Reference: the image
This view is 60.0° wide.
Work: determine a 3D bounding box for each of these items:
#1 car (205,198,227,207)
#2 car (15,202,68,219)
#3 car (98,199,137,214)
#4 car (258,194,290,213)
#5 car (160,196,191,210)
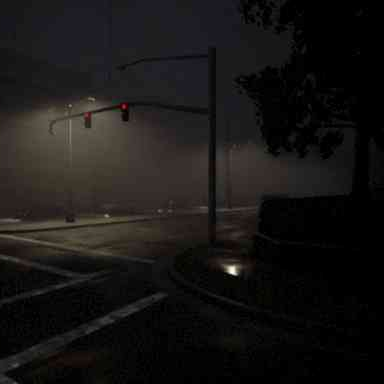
[{"bbox_3d":[3.721,1.560,51.531,1.994,1.385,4.181,0,0,36],"label":"car"},{"bbox_3d":[-12.896,1.560,28.766,1.994,1.385,4.181,0,0,36],"label":"car"},{"bbox_3d":[-7.887,1.520,35.635,1.812,1.442,4.674,0,0,36],"label":"car"},{"bbox_3d":[8.328,1.220,32.085,2.150,2.045,5.566,0,0,36],"label":"car"},{"bbox_3d":[-2.138,1.348,43.517,2.097,1.767,4.553,0,0,36],"label":"car"}]
